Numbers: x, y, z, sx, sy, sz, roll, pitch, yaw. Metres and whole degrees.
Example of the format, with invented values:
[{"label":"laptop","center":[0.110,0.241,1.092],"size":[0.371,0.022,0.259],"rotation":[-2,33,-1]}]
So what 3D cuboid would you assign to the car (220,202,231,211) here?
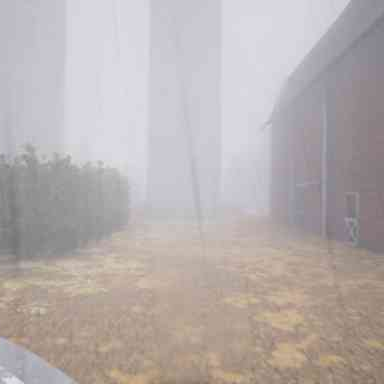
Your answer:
[{"label":"car","center":[4.985,2.262,50.496],"size":[1.994,1.381,4.181],"rotation":[1,-1,-1]}]
